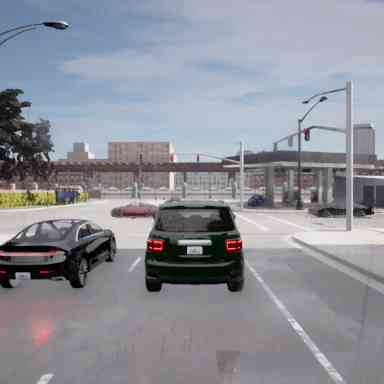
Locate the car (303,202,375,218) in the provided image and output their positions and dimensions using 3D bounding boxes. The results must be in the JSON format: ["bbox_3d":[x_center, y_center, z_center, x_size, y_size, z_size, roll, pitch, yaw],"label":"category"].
[{"bbox_3d":[13.032,1.547,29.188,5.357,1.411,2.033,0,0,-1],"label":"car"}]

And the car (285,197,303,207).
[{"bbox_3d":[15.368,1.455,50.073,1.970,1.475,3.806,0,0,0],"label":"car"}]

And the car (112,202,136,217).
[{"bbox_3d":[-4.936,1.563,29.103,4.181,1.385,1.994,0,0,1],"label":"car"}]

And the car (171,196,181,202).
[{"bbox_3d":[-3.630,1.552,74.542,1.994,1.385,4.181,0,0,0],"label":"car"}]

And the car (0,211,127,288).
[{"bbox_3d":[-3.436,1.491,9.194,2.128,1.511,4.902,0,0,0],"label":"car"}]

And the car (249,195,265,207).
[{"bbox_3d":[9.624,1.294,49.301,2.242,1.667,4.611,0,0,0],"label":"car"}]

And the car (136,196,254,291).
[{"bbox_3d":[0.069,1.221,9.112,2.150,2.045,5.566,0,0,0],"label":"car"}]
